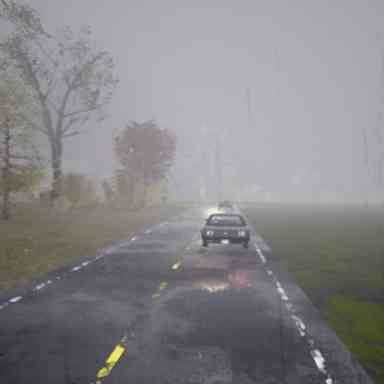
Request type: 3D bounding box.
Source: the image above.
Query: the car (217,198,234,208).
[{"bbox_3d":[4.390,1.531,43.331,1.837,1.490,4.892,1,1,6],"label":"car"}]

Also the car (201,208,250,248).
[{"bbox_3d":[1.510,1.612,14.916,1.895,1.301,4.718,1,0,6],"label":"car"}]
